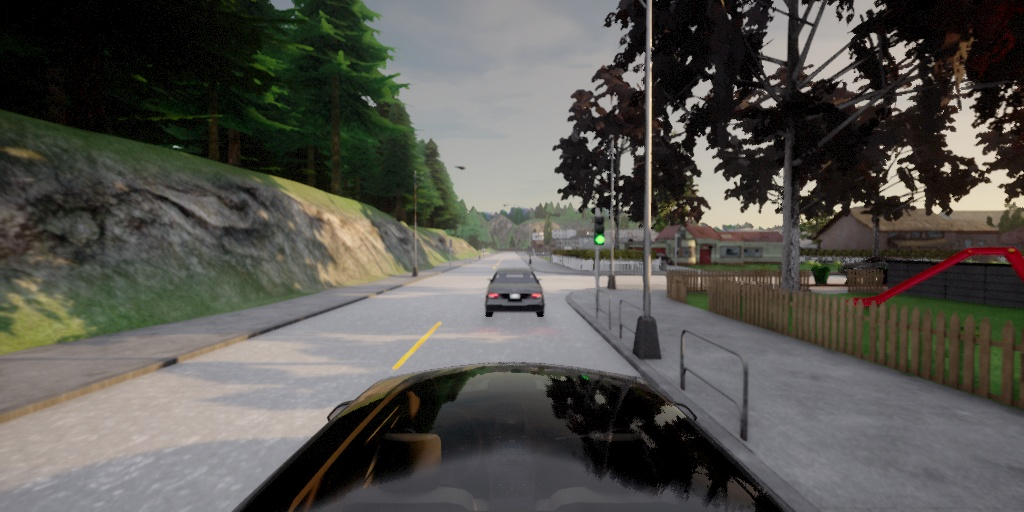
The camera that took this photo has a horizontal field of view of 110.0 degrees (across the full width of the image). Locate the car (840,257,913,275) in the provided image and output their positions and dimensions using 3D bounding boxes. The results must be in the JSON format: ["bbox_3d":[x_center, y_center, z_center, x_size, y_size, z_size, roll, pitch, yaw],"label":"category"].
[{"bbox_3d":[26.689,0.802,25.991,4.892,1.490,1.837,0,1,0],"label":"car"}]

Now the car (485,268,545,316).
[{"bbox_3d":[0.086,1.100,12.304,2.033,1.411,5.357,0,1,0],"label":"car"}]
